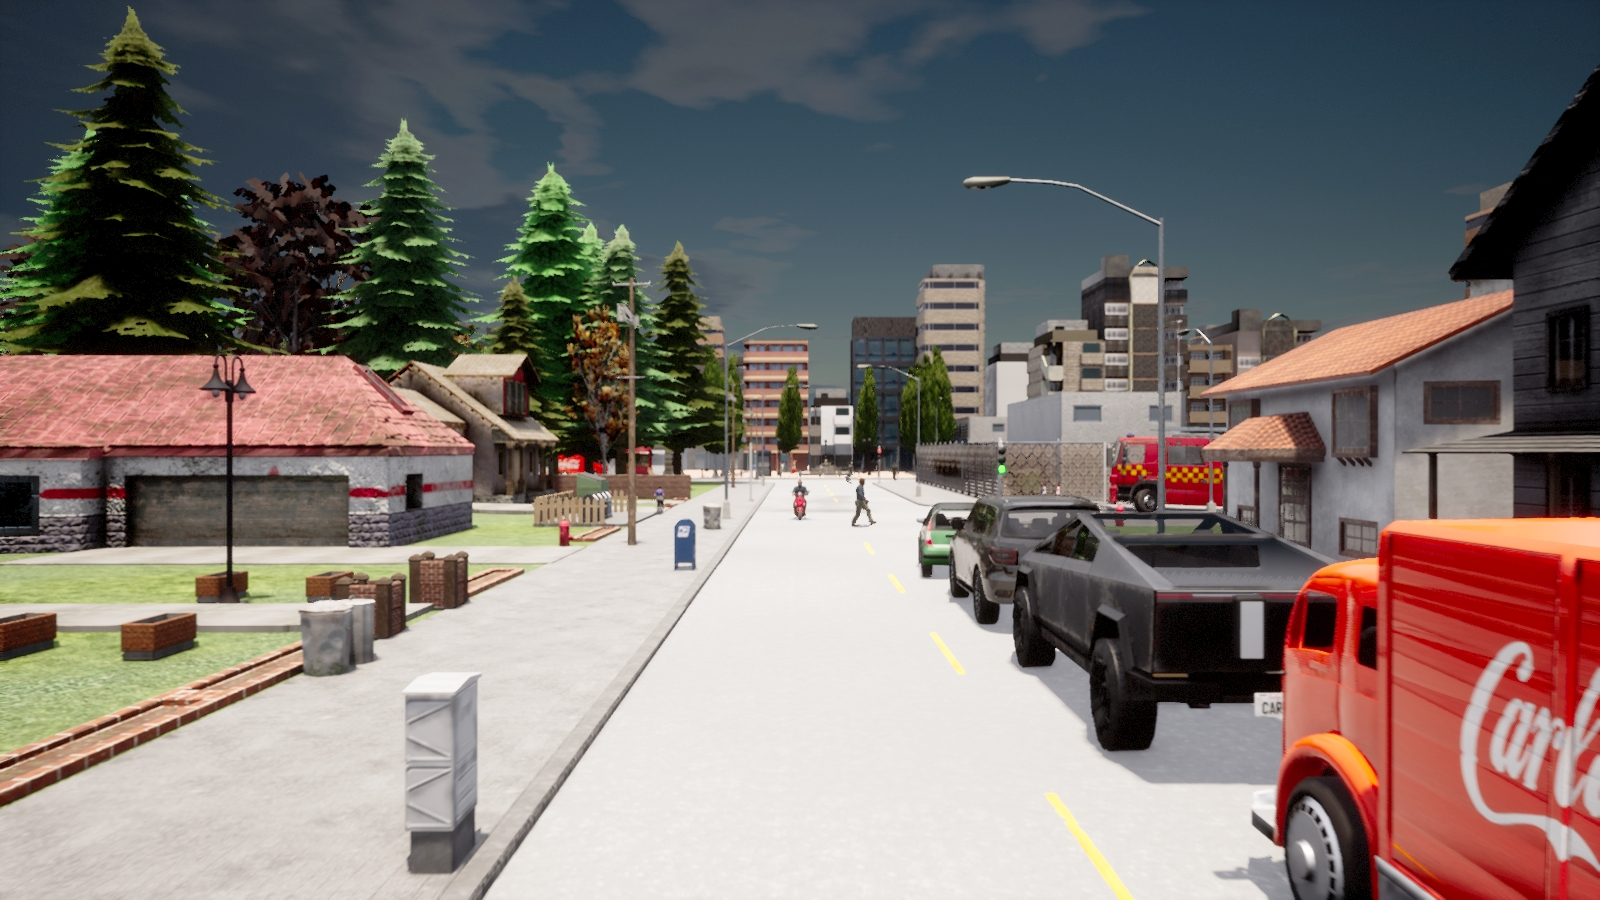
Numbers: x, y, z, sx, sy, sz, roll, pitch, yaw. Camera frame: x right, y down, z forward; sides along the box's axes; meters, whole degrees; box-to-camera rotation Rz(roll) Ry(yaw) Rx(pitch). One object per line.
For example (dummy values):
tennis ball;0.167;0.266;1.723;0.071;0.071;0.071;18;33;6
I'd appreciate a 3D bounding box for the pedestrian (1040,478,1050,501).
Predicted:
pedestrian;12.015;1.924;56.053;0.500;1.100;0.500;0;0;12

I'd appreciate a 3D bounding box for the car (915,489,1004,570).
car;3.672;1.794;26.831;1.851;1.617;3.988;0;0;5

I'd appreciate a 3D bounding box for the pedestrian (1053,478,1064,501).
pedestrian;12.682;1.922;56.053;0.500;1.100;0.500;0;0;4

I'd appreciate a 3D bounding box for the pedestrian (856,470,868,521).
pedestrian;2.251;1.649;41.468;0.375;1.860;0.375;0;0;18

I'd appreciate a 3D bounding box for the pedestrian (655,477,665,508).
pedestrian;-5.942;1.818;48.427;0.375;1.300;0.375;0;0;0

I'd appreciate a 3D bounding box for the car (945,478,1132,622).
car;3.942;1.570;19.968;2.150;2.045;5.566;0;0;1

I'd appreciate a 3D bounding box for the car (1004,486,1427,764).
car;3.982;1.540;12.557;2.390;2.098;6.274;0;0;0

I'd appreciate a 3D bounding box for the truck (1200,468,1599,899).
truck;3.993;1.351;5.067;2.627;2.467;5.204;0;0;0

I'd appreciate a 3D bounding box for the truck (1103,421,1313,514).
truck;17.961;0.695;50.797;8.468;3.827;2.891;1;1;18
